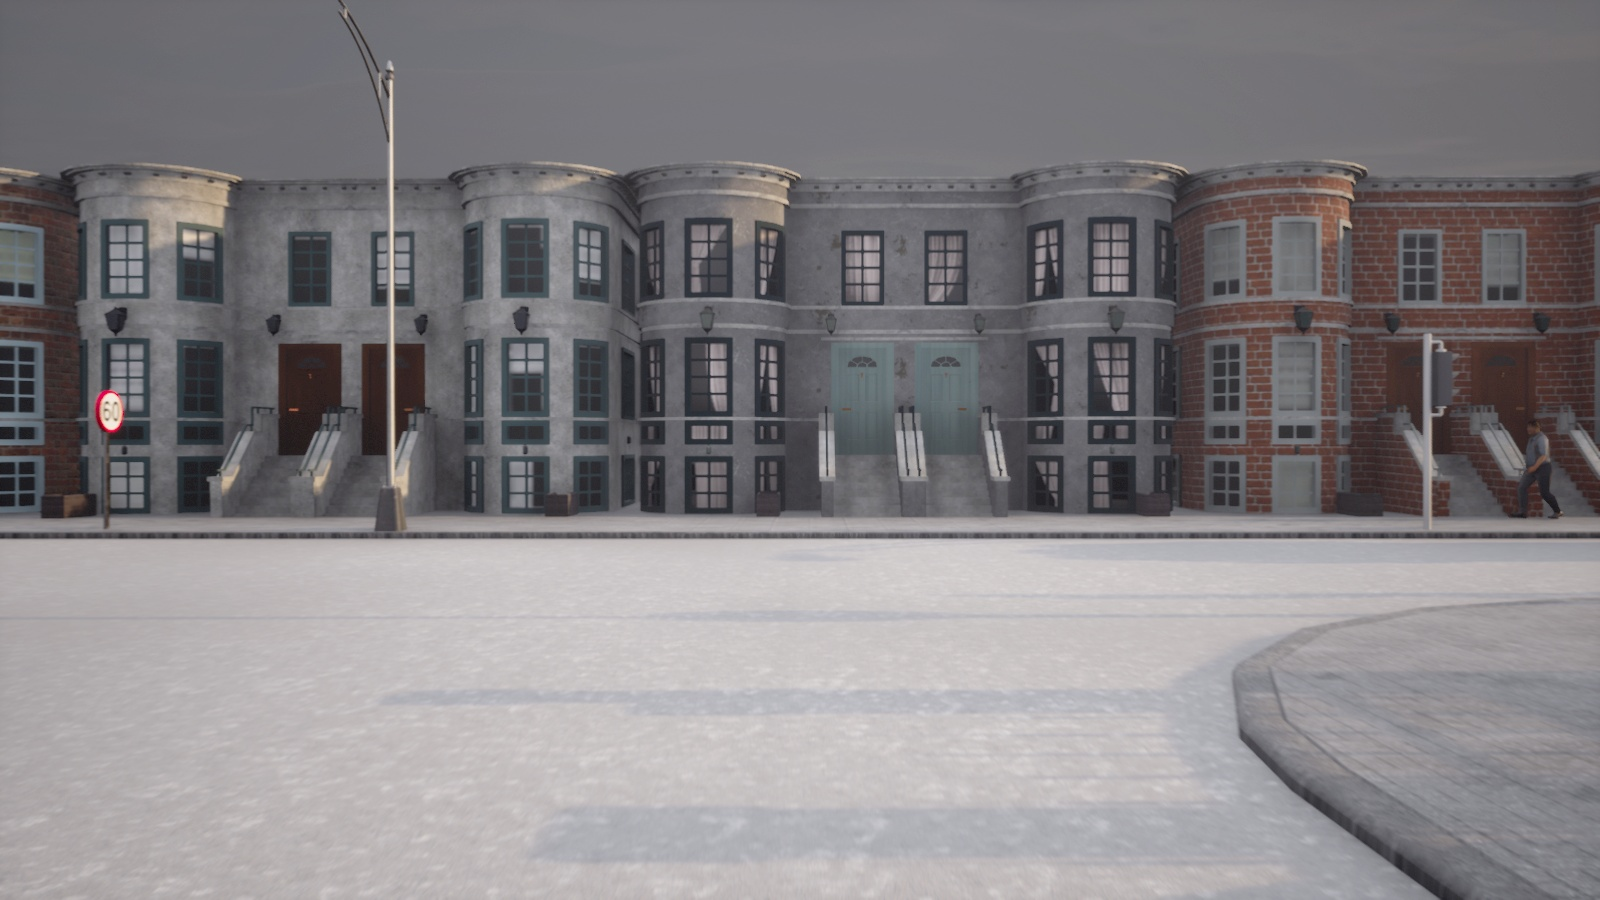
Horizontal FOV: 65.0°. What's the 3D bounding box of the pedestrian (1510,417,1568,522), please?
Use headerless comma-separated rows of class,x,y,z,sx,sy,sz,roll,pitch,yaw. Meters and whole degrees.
pedestrian,13.161,0.343,22.370,0.694,1.848,0.540,0,0,-1
